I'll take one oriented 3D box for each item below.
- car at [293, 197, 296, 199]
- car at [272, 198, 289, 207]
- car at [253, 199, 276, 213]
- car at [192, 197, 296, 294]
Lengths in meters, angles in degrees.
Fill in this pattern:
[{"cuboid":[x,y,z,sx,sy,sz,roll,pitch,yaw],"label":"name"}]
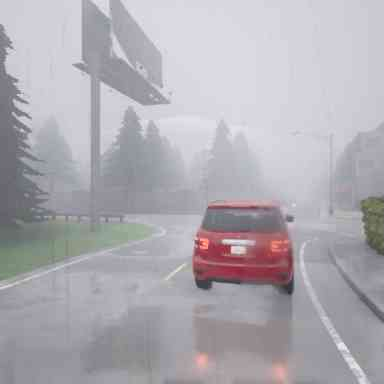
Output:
[{"cuboid":[19.676,1.580,66.404,1.895,1.301,4.718,0,0,22],"label":"car"},{"cuboid":[13.812,1.596,51.745,1.895,1.301,4.718,0,0,22],"label":"car"},{"cuboid":[8.217,1.522,37.558,1.812,1.442,4.674,0,0,22],"label":"car"},{"cuboid":[1.555,1.221,9.070,2.150,2.045,5.566,0,0,14],"label":"car"}]
